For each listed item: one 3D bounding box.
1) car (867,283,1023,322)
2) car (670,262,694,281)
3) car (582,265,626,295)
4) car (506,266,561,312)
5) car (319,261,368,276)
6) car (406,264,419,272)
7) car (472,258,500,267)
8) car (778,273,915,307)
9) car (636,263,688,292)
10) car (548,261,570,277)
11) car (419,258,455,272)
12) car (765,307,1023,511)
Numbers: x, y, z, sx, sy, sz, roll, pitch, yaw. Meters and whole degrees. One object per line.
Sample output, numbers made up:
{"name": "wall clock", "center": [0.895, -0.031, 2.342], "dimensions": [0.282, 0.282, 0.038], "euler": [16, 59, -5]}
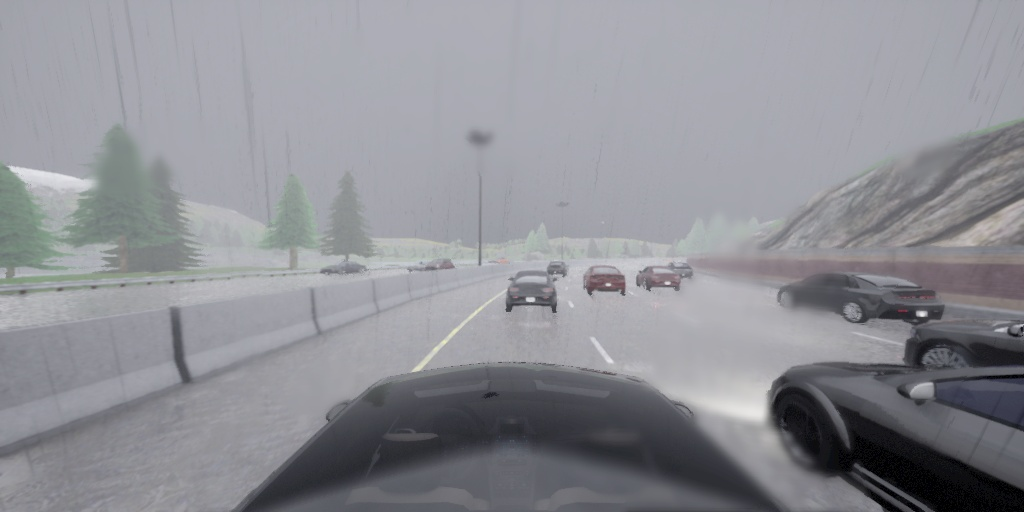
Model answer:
{"name": "car", "center": [7.215, 1.264, 3.744], "dimensions": [2.128, 1.511, 4.902], "euler": [0, 0, 1]}
{"name": "car", "center": [14.165, 1.290, 30.823], "dimensions": [2.128, 1.511, 4.902], "euler": [0, 0, 13]}
{"name": "car", "center": [5.006, 1.246, 19.888], "dimensions": [1.882, 1.535, 5.008], "euler": [0, 0, 7]}
{"name": "car", "center": [0.826, 1.281, 14.188], "dimensions": [1.812, 1.442, 4.674], "euler": [0, 0, 5]}
{"name": "car", "center": [-17.026, 1.253, 36.618], "dimensions": [2.033, 1.411, 5.357], "euler": [0, 0, 13]}
{"name": "car", "center": [-11.272, 1.325, 44.887], "dimensions": [1.895, 1.301, 4.718], "euler": [0, 0, 16]}
{"name": "car", "center": [-3.598, 1.274, 46.098], "dimensions": [1.812, 1.442, 4.674], "euler": [0, 0, 18]}
{"name": "car", "center": [11.151, 1.290, 11.982], "dimensions": [1.837, 1.490, 4.892], "euler": [0, 0, 5]}
{"name": "car", "center": [8.817, 1.306, 21.786], "dimensions": [1.812, 1.442, 4.674], "euler": [0, 0, 9]}
{"name": "car", "center": [4.619, 1.276, 35.912], "dimensions": [1.837, 1.490, 4.892], "euler": [0, 0, 14]}
{"name": "car", "center": [-8.473, 1.083, 41.822], "dimensions": [2.097, 1.767, 4.553], "euler": [0, 0, 16]}
{"name": "car", "center": [3.693, 1.325, 2.105], "dimensions": [1.994, 1.385, 4.181], "euler": [0, 0, 0]}
